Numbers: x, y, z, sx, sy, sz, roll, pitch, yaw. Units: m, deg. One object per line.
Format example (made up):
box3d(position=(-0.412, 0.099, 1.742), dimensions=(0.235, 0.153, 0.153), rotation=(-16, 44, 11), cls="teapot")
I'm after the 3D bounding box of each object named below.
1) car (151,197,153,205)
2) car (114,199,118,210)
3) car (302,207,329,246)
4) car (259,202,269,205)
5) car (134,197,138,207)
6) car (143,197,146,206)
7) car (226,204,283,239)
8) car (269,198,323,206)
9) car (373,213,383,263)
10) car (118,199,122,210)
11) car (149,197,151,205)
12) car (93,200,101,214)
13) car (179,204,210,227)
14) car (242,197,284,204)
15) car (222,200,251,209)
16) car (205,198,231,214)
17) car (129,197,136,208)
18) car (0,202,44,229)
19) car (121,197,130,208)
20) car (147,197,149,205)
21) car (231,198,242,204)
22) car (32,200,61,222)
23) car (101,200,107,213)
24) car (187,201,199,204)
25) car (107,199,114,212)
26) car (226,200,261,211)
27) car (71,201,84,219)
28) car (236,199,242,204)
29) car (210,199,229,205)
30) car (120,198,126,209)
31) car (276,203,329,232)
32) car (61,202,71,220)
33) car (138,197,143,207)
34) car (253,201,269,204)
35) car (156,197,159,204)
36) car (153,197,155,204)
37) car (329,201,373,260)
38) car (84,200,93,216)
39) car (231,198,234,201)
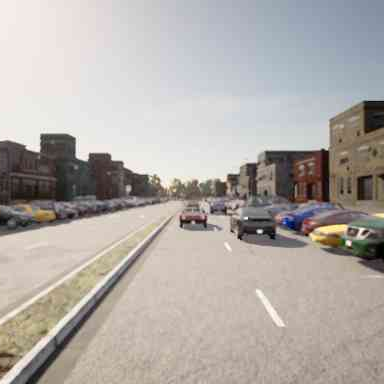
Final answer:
box3d(position=(-12.736, 2.458, 80.029), dimensions=(5.008, 1.535, 2.097), rotation=(0, -1, 0), cls="car")
box3d(position=(-12.778, 1.872, 44.031), dimensions=(4.892, 1.521, 2.231), rotation=(0, -1, 0), cls="car")
box3d(position=(7.444, 1.496, 13.047), dimensions=(5.366, 1.575, 1.946), rotation=(0, -1, 0), cls="car")
box3d(position=(7.650, 1.643, 24.074), dimensions=(4.792, 1.488, 2.163), rotation=(0, -1, 0), cls="car")
box3d(position=(-12.785, 1.998, 60.670), dimensions=(4.553, 1.767, 2.185), rotation=(0, -1, 0), cls="car")
box3d(position=(-12.714, 2.293, 69.039), dimensions=(4.792, 1.488, 2.163), rotation=(0, -1, 0), cls="car")
box3d(position=(3.086, 1.565, 17.545), dimensions=(1.837, 1.490, 4.892), rotation=(0, -1, 0), cls="car")
box3d(position=(7.654, 1.456, 21.318), dimensions=(4.553, 1.767, 2.185), rotation=(0, -1, 0), cls="car")
box3d(position=(7.605, 1.221, 7.539), dimensions=(5.566, 2.045, 2.435), rotation=(0, 0, 0), cls="car")
box3d(position=(-12.766, 1.949, 46.684), dimensions=(4.674, 1.452, 2.002), rotation=(0, -1, 0), cls="car")
box3d(position=(-12.762, 2.440, 77.374), dimensions=(4.792, 1.488, 2.163), rotation=(0, -1, 0), cls="car")
box3d(position=(-12.775, 1.756, 35.570), dimensions=(4.892, 1.521, 2.231), rotation=(0, -1, 0), cls="car")
box3d(position=(0.082, 1.732, 23.923), dimensions=(1.895, 1.301, 4.718), rotation=(0, -1, 0), cls="car")
box3d(position=(7.645, 1.426, 29.591), dimensions=(5.566, 2.045, 2.435), rotation=(0, -1, 0), cls="car")
box3d(position=(7.618, 2.093, 57.161), dimensions=(4.792, 1.488, 2.163), rotation=(0, -1, 0), cls="car")
box3d(position=(3.069, 1.816, 39.715), dimensions=(2.128, 1.511, 4.902), rotation=(0, -1, 0), cls="car")
box3d(position=(-12.753, 2.118, 57.798), dimensions=(4.674, 1.452, 2.002), rotation=(0, -1, 0), cls="car")
box3d(position=(-12.803, 1.584, 21.800), dimensions=(4.892, 1.521, 2.231), rotation=(0, -1, 0), cls="car")
box3d(position=(-12.769, 1.993, 52.243), dimensions=(4.892, 1.521, 2.231), rotation=(0, -1, 0), cls="car")
box3d(position=(-12.922, 2.358, 74.597), dimensions=(5.366, 1.575, 1.946), rotation=(0, -1, 0), cls="car")
box3d(position=(7.637, 1.846, 40.615), dimensions=(4.792, 1.488, 2.163), rotation=(0, -1, 0), cls="car")
box3d(position=(-12.979, 1.614, 24.579), dimensions=(5.366, 1.575, 1.946), rotation=(0, -1, 0), cls="car")
box3d(position=(-12.807, 1.821, 38.347), dimensions=(4.792, 1.488, 2.163), rotation=(0, -1, 0), cls="car")
box3d(position=(0.067, 1.845, 40.918), dimensions=(1.837, 1.490, 4.892), rotation=(0, -1, 0), cls="car")
box3d(position=(-12.769, 1.832, 41.252), dimensions=(5.008, 1.535, 2.097), rotation=(0, -1, 0), cls="car")
box3d(position=(7.572, 1.964, 48.885), dimensions=(4.792, 1.488, 2.163), rotation=(0, -1, 0), cls="car")
box3d(position=(-12.758, 1.713, 30.012), dimensions=(4.792, 1.488, 2.163), rotation=(0, -1, 0), cls="car")
box3d(position=(7.607, 1.744, 35.102), dimensions=(5.008, 1.535, 2.097), rotation=(0, -1, 0), cls="car")
box3d(position=(7.470, 2.699, 90.244), dimensions=(4.792, 1.488, 2.163), rotation=(0, -1, 0), cls="car")
box3d(position=(-12.795, 1.979, 49.463), dimensions=(4.792, 1.488, 2.163), rotation=(0, -1, 0), cls="car")
box3d(position=(7.620, 1.551, 18.559), dimensions=(5.008, 1.535, 2.097), rotation=(0, -1, 0), cls="car")
box3d(position=(-12.763, 1.524, 27.242), dimensions=(4.553, 1.767, 2.185), rotation=(0, -1, 0), cls="car")
box3d(position=(-12.778, 1.918, 63.485), dimensions=(5.566, 2.045, 2.435), rotation=(0, -1, 0), cls="car")
box3d(position=(7.616, 1.684, 26.830), dimensions=(4.674, 1.452, 2.002), rotation=(0, -1, 0), cls="car")
box3d(position=(-12.717, 2.405, 91.266), dimensions=(5.566, 2.045, 2.435), rotation=(0, -1, 0), cls="car")
box3d(position=(-12.740, 2.558, 85.704), dimensions=(5.008, 1.535, 2.097), rotation=(0, -1, 0), cls="car")
box3d(position=(7.603, 1.233, 10.296), dimensions=(5.566, 2.045, 2.435), rotation=(0, 0, 0), cls="car")
box3d(position=(-12.790, 1.718, 32.790), dimensions=(5.008, 1.535, 2.097), rotation=(0, -1, 0), cls="car")
box3d(position=(7.603, 1.896, 43.408), dimensions=(4.674, 1.452, 2.002), rotation=(0, -1, 0), cls="car")
